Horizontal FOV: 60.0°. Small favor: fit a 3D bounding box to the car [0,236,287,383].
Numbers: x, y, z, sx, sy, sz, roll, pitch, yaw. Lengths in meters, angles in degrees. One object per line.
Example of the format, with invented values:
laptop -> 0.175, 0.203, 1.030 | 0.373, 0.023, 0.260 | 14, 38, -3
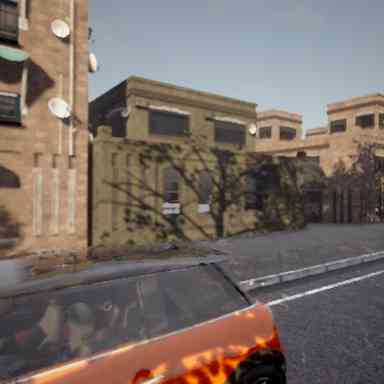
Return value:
car -> -1.336, 1.352, 2.733 | 4.553, 1.767, 2.097 | 0, 0, -35
